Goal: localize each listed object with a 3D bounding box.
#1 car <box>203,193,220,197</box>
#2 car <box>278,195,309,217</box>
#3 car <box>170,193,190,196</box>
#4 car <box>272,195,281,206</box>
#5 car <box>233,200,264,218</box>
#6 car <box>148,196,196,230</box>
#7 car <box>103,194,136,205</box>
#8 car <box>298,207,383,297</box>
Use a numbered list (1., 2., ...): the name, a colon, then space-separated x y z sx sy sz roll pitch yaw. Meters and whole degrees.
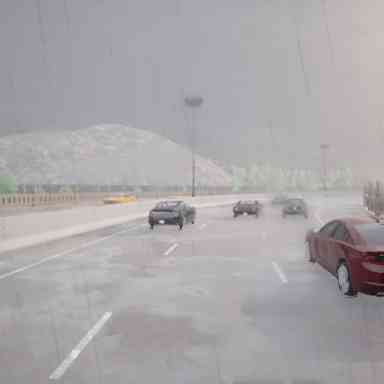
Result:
1. car: 2.751 0.920 48.436 2.033 1.411 5.357 0 1 30
2. car: 8.175 1.208 26.179 2.033 1.411 5.357 0 1 19
3. car: -1.870 0.865 47.227 1.882 1.535 5.008 0 1 28
4. car: 11.506 1.017 42.148 1.994 1.385 4.181 0 1 29
5. car: 4.559 1.260 26.295 1.895 1.301 4.718 0 1 18
6. car: -1.003 1.243 19.064 2.128 1.511 4.902 0 1 12
7. car: -8.836 0.949 40.712 1.882 1.535 5.008 0 1 24
8. car: 4.235 1.369 8.264 1.882 1.535 5.008 0 1 6
